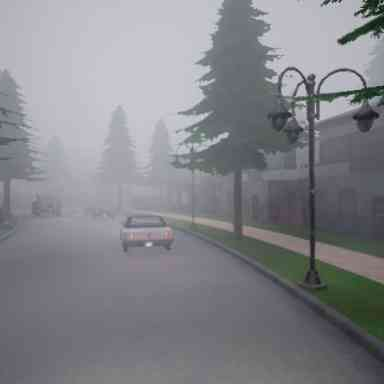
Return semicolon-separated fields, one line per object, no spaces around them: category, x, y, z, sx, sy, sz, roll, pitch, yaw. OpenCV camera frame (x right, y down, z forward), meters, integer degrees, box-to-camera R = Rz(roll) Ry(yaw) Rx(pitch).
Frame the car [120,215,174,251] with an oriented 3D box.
car;-2.079;1.618;14.219;1.895;1.301;4.718;0;0;-14

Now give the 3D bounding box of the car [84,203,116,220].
car;-8.216;1.654;29.229;1.895;1.301;4.718;0;0;-29

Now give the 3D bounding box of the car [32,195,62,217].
car;-14.308;1.309;32.620;2.150;2.045;5.566;0;0;-31
